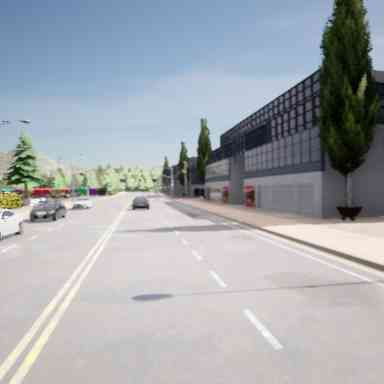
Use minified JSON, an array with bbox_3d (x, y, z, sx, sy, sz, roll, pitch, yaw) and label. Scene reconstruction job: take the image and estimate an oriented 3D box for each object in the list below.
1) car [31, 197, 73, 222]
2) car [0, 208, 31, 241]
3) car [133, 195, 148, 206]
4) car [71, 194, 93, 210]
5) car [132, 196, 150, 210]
[{"bbox_3d":[-11.159,1.431,26.098,2.128,1.511,4.902,-1,1,-9],"label":"car"},{"bbox_3d":[-9.513,1.531,15.776,1.812,1.442,4.674,-1,0,-9],"label":"car"},{"bbox_3d":[-7.486,1.253,48.125,1.994,1.385,4.181,-1,1,-9],"label":"car"},{"bbox_3d":[-13.461,1.384,41.121,1.812,1.442,4.674,-1,0,-9],"label":"car"},{"bbox_3d":[-5.855,1.316,38.217,1.994,1.385,4.181,-1,1,-8],"label":"car"}]
